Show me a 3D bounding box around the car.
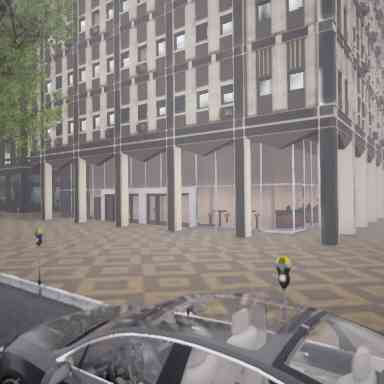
[{"bbox_3d":[0.076,1.548,2.679,4.403,1.369,2.008,0,-1,36],"label":"car"}]
